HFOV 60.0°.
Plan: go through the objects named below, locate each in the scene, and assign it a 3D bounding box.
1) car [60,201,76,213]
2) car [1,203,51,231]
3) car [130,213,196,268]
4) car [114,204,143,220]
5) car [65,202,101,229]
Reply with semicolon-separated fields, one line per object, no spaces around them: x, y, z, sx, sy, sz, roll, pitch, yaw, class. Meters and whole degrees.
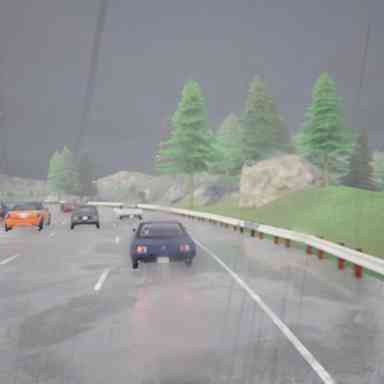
-14.663;1.752;40.064;1.994;1.385;4.181;0;0;-29;car
-10.699;1.481;21.993;2.097;1.767;4.553;-1;0;-16;car
-1.115;1.625;11.488;1.895;1.301;4.718;-1;0;-8;car
-5.662;1.688;29.064;1.895;1.301;4.718;-1;0;-20;car
-7.263;1.644;22.794;2.033;1.411;5.357;-1;0;-17;car
